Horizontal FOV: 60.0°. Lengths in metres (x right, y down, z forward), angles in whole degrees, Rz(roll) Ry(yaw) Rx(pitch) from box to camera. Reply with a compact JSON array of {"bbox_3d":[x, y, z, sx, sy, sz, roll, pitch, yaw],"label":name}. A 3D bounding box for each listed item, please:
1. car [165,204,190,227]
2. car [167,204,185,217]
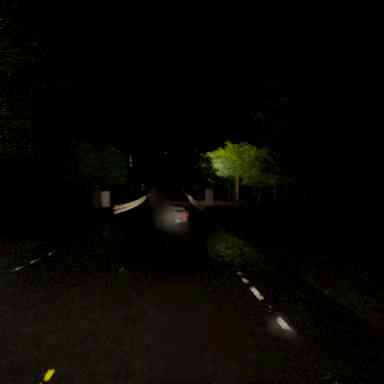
[{"bbox_3d":[-1.167,1.922,26.187,1.812,1.442,4.674,-1,-1,-3],"label":"car"},{"bbox_3d":[-1.902,2.169,40.107,1.994,1.385,4.181,-1,-1,-3],"label":"car"}]
